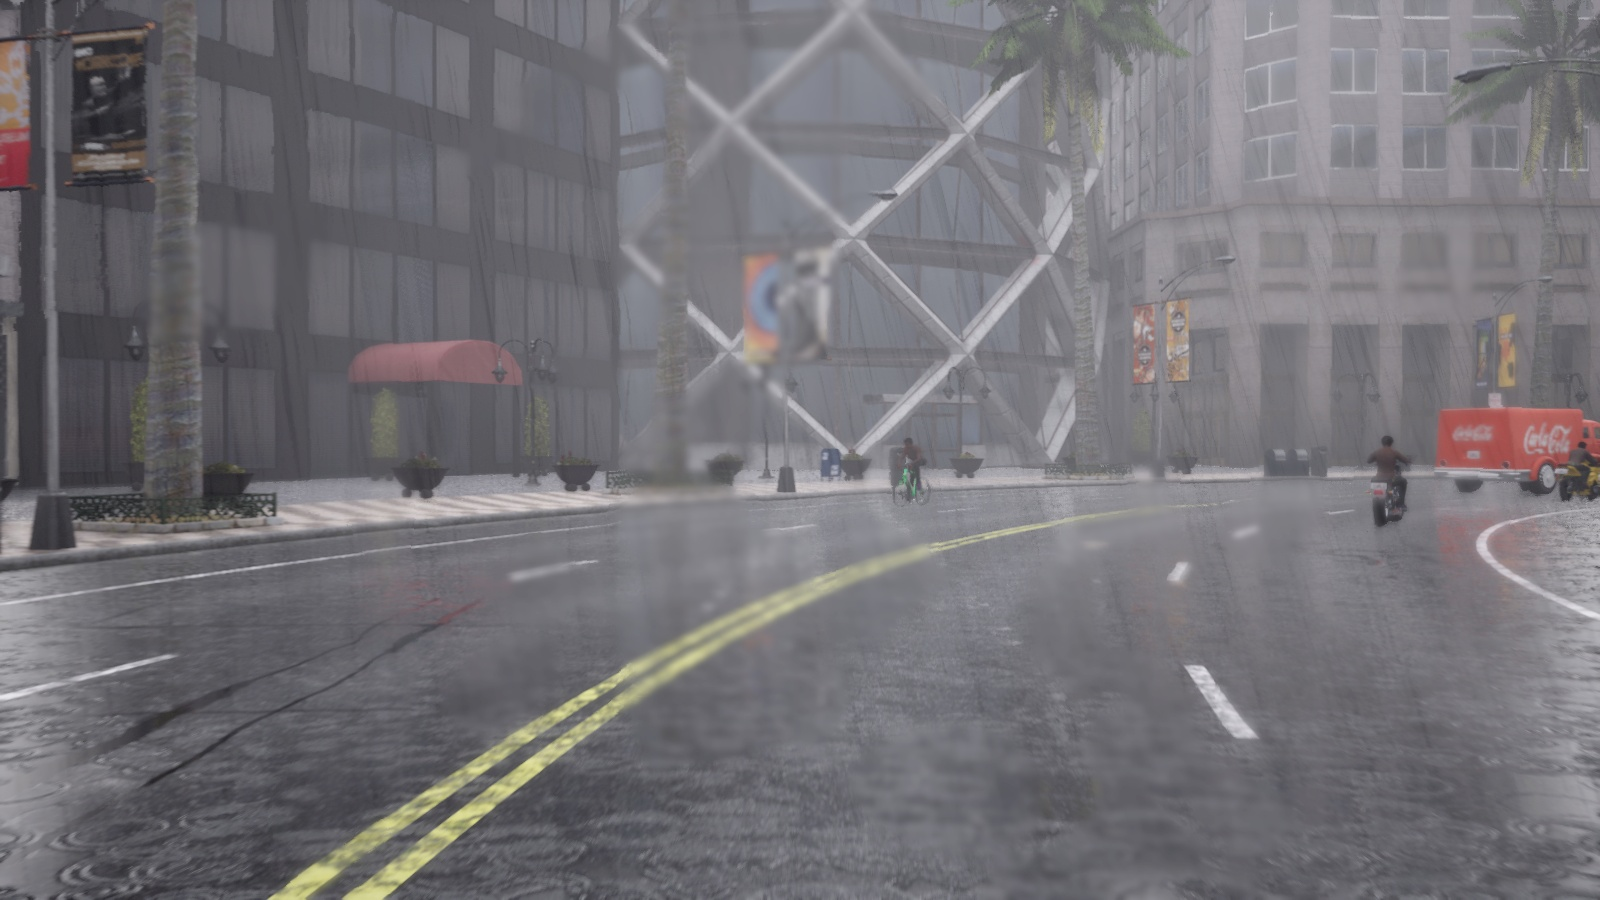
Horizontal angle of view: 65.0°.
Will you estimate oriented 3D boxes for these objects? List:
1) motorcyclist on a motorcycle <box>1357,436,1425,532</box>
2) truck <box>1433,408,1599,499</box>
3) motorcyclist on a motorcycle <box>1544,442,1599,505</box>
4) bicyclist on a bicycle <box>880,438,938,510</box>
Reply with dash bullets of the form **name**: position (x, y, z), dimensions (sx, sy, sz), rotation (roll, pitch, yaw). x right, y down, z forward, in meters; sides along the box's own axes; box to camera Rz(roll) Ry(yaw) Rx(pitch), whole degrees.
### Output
- **motorcyclist on a motorcycle**: position (10.752, 0.581, 22.791), dimensions (0.766, 1.649, 2.350), rotation (1, 0, 34)
- **truck**: position (21.286, 0.080, 36.443), dimensions (5.204, 2.467, 2.627), rotation (0, 0, -27)
- **motorcyclist on a motorcycle**: position (19.645, 0.574, 31.552), dimensions (2.044, 1.523, 0.797), rotation (0, 1, -34)
- **bicyclist on a bicycle**: position (2.555, 0.537, 29.333), dimensions (0.582, 1.620, 1.656), rotation (1, 1, 36)
